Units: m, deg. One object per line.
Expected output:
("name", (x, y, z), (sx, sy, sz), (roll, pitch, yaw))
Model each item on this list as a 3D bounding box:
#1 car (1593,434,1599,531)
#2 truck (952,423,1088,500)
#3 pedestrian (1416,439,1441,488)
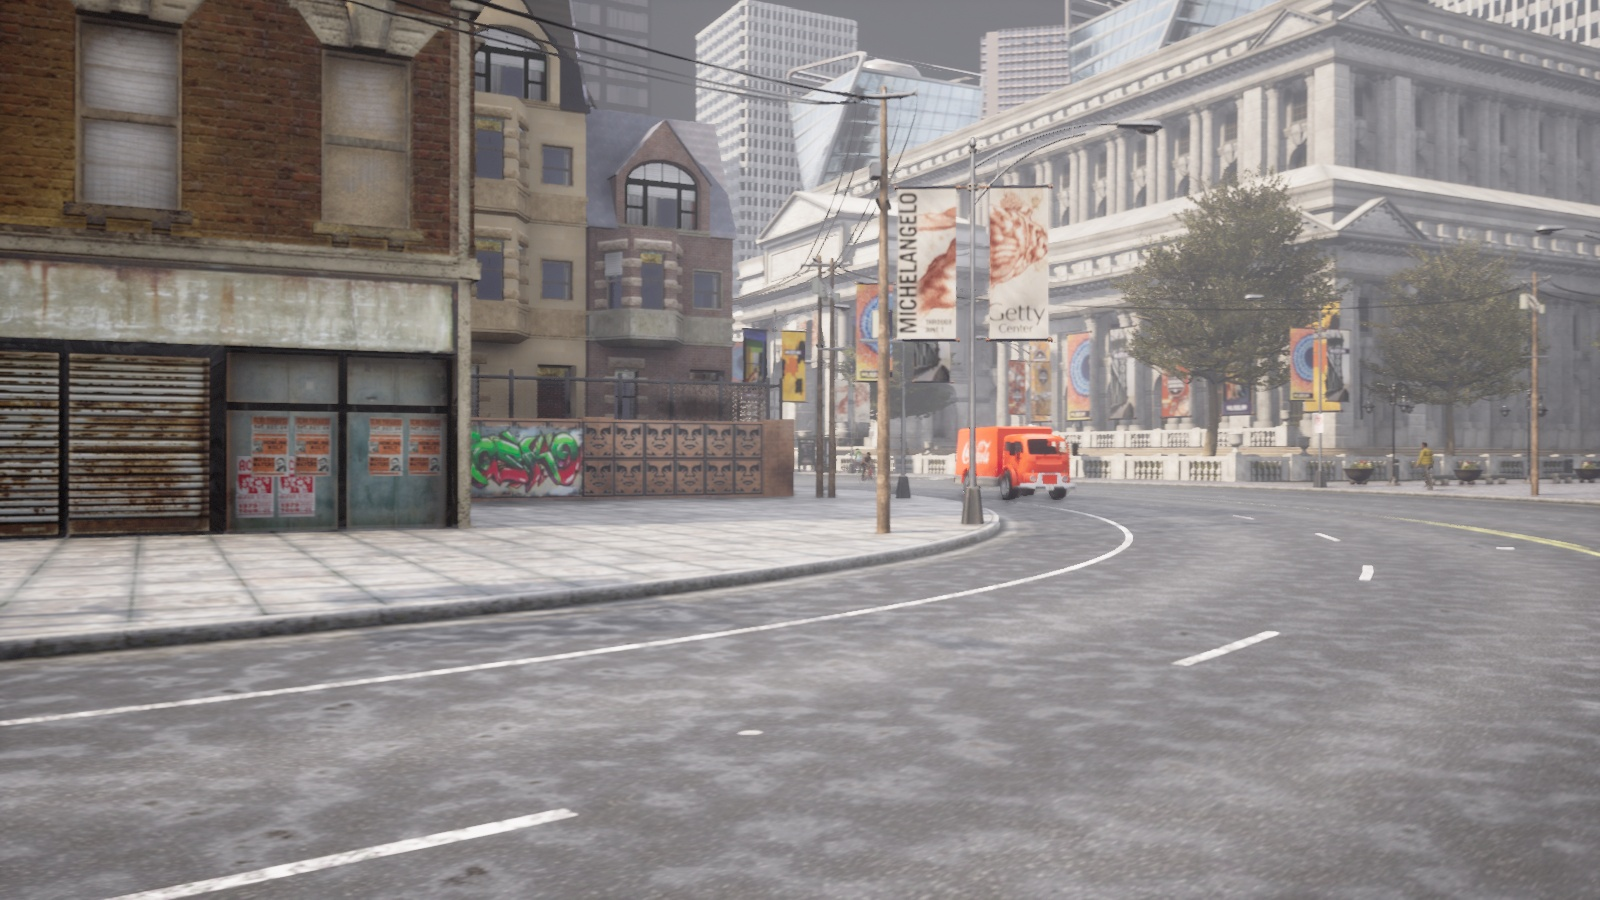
("car", (13.980, 0.550, 19.092), (2.152, 1.651, 5.027), (0, 0, 19))
("truck", (7.508, 0.386, 43.462), (2.627, 2.467, 5.204), (0, 0, -16))
("pedestrian", (23.621, 0.497, 47.200), (0.431, 1.840, 0.709), (0, 0, -20))
